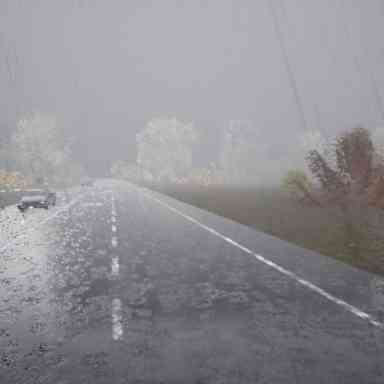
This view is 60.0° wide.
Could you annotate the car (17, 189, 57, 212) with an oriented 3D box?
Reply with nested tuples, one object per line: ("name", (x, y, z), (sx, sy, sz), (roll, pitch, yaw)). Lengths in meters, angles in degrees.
("car", (-11.299, 0.532, 24.611), (2.033, 1.411, 5.357), (-3, 4, -13))

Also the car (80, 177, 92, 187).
("car", (-22.692, -2.125, 71.572), (2.150, 2.045, 5.566), (-3, 4, -13))
